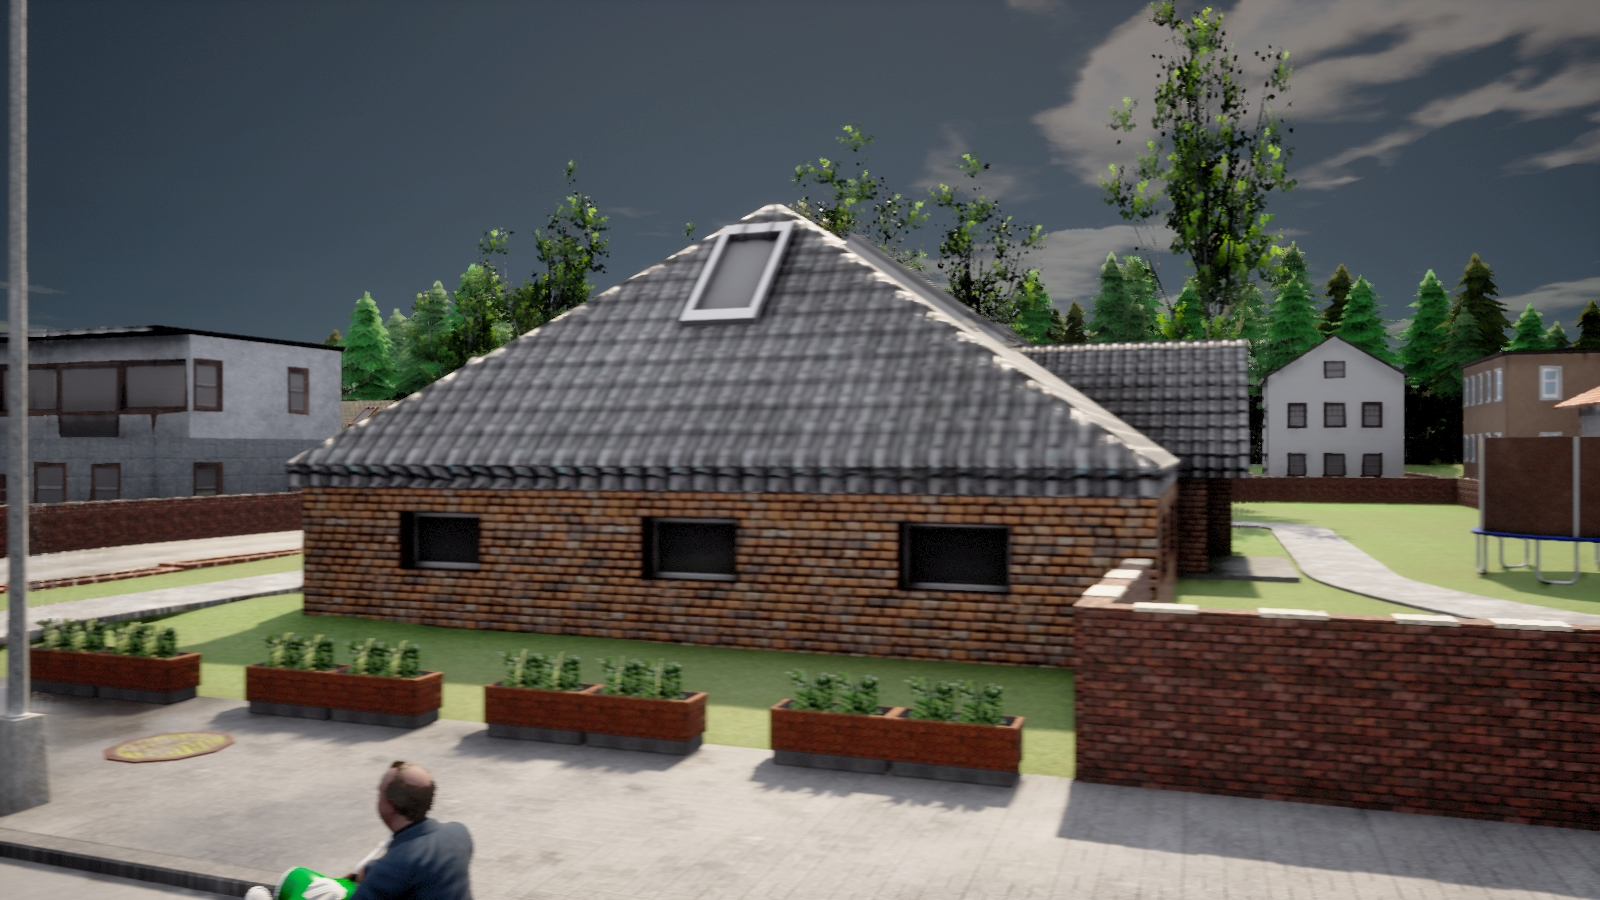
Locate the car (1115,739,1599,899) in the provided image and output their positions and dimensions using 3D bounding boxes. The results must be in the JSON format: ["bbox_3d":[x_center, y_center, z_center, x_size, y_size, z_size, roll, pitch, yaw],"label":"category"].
[{"bbox_3d":[3.158,1.968,2.649,4.611,1.667,2.242,0,0,20],"label":"car"}]

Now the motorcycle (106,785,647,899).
[{"bbox_3d":[-1.592,2.142,4.361,1.805,1.316,0.856,0,0,19],"label":"motorcycle"}]
